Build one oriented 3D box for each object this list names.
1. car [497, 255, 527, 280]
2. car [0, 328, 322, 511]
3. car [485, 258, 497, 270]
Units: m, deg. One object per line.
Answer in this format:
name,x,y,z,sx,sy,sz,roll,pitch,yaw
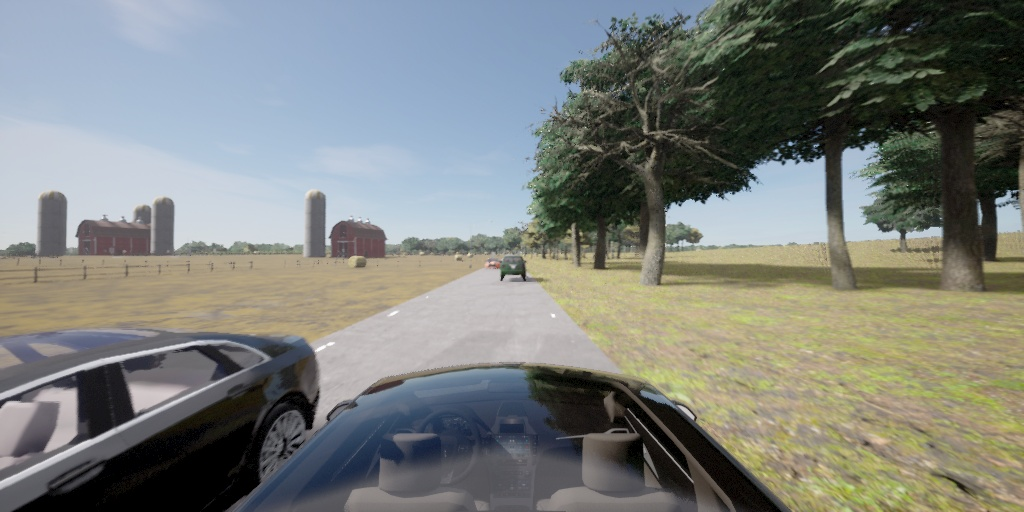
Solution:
car,0.106,0.959,30.943,2.150,2.045,5.566,0,0,0
car,-2.850,1.241,1.672,2.128,1.511,4.902,0,0,0
car,-2.805,1.076,52.887,2.097,1.767,4.553,0,0,0
